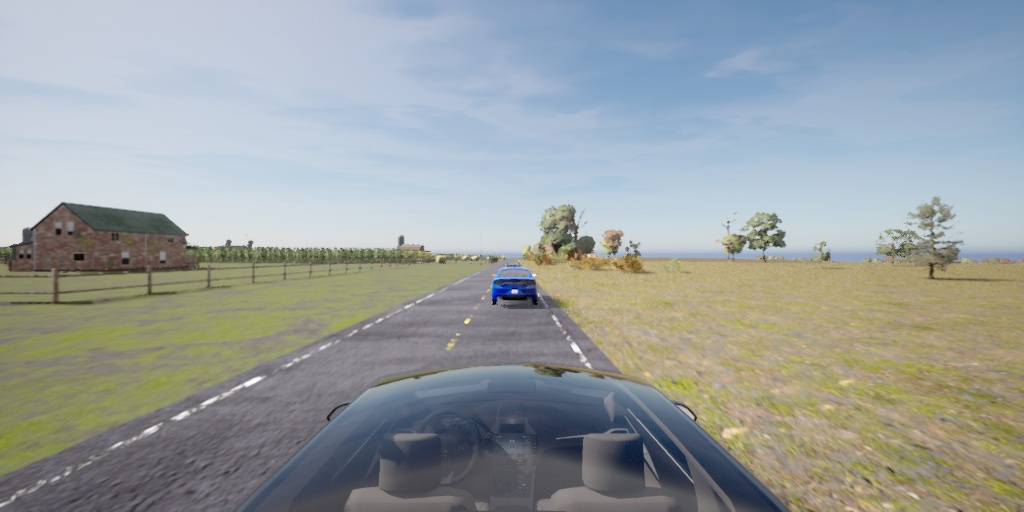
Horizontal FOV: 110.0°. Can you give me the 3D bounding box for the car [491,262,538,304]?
[{"bbox_3d":[0.105,1.235,16.362,1.882,1.535,5.008,0,0,0],"label":"car"}]
